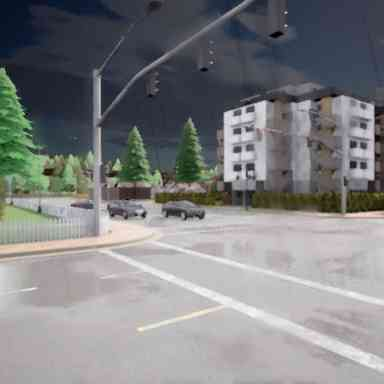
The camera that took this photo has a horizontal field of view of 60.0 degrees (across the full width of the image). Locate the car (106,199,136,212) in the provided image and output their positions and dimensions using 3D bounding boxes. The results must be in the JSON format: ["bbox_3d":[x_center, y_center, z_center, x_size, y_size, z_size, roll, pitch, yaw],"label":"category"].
[{"bbox_3d":[-8.288,1.514,38.593,1.994,1.385,4.181,0,0,-34],"label":"car"}]

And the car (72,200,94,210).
[{"bbox_3d":[-12.359,1.561,38.367,1.895,1.301,4.718,0,0,-34],"label":"car"}]

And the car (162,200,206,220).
[{"bbox_3d":[-0.778,1.456,27.513,1.837,1.490,4.892,0,0,-34],"label":"car"}]

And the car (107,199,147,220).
[{"bbox_3d":[-5.498,1.454,28.233,2.128,1.511,4.902,0,0,-34],"label":"car"}]
